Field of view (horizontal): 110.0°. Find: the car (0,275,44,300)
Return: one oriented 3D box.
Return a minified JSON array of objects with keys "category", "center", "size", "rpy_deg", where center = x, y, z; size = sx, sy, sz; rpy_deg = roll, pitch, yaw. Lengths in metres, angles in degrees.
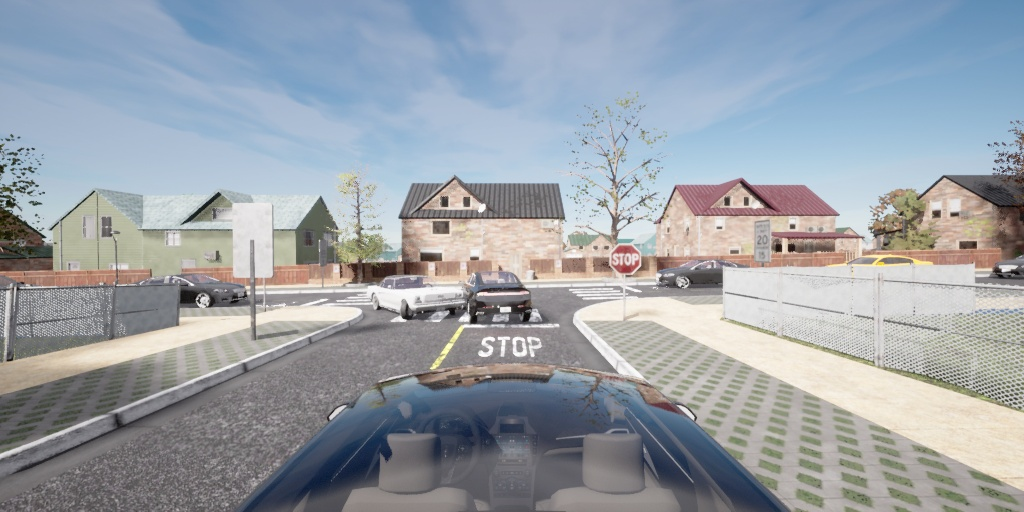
[{"category":"car","center":[-24.233,1.648,16.402],"size":[4.553,1.767,2.097],"rpy_deg":[-1,1,0]}]

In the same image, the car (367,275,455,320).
[{"category":"car","center":[-3.597,1.367,12.938],"size":[1.895,1.301,4.718],"rpy_deg":[0,0,-38]}]

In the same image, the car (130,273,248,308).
[{"category":"car","center":[-14.895,1.566,16.439],"size":[4.902,1.511,2.128],"rpy_deg":[-1,1,0]}]

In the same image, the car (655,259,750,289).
[{"category":"car","center":[10.339,0.925,19.481],"size":[4.902,1.511,2.128],"rpy_deg":[-1,1,0]}]

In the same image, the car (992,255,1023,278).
[{"category":"car","center":[29.393,0.478,19.546],"size":[4.902,1.511,2.128],"rpy_deg":[-1,1,0]}]

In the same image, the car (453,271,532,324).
[{"category":"car","center":[-0.680,1.242,12.078],"size":[2.128,1.511,4.902],"rpy_deg":[0,0,-12]}]

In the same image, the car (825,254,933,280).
[{"category":"car","center":[19.769,0.690,19.514],"size":[5.008,1.535,1.882],"rpy_deg":[-1,1,-1]}]
